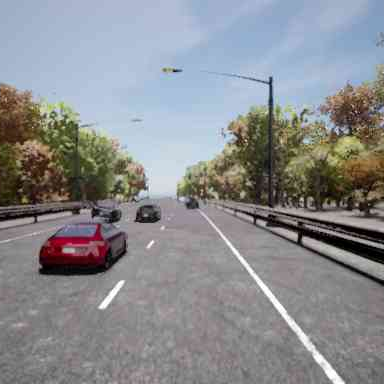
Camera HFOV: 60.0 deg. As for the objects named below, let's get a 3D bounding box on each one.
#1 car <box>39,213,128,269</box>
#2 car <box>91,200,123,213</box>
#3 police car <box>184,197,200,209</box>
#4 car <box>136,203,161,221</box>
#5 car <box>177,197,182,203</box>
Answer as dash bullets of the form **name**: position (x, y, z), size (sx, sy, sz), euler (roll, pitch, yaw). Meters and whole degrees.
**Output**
- **car**: position (-3.465, 1.621, 11.334), size (1.994, 1.385, 4.181), euler (0, 0, 0)
- **car**: position (-6.938, 1.509, 27.497), size (2.128, 1.511, 4.902), euler (13, -2, -4)
- **police car**: position (0.120, 1.751, 51.817), size (1.930, 1.638, 5.238), euler (0, 0, -2)
- **car**: position (-3.707, 1.686, 28.590), size (1.812, 1.442, 4.674), euler (0, 0, -1)
- **car**: position (-2.508, 2.017, 86.457), size (1.812, 1.442, 4.674), euler (0, -1, -3)
